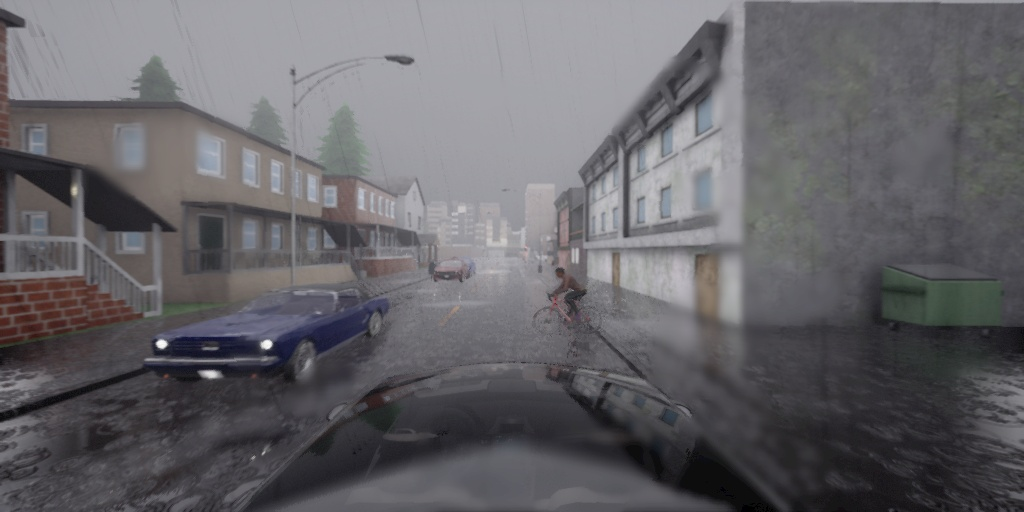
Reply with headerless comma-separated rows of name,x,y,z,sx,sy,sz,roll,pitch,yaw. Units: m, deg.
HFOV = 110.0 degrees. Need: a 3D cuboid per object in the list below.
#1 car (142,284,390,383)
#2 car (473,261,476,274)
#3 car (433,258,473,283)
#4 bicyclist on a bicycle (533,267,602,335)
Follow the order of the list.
car,-4.094,1.270,7.064,1.895,1.301,4.718,0,1,0
car,-4.129,0.874,30.035,1.882,1.535,5.008,0,1,0
car,-4.056,0.950,24.573,1.882,1.535,5.008,0,1,-1
bicyclist on a bicycle,1.321,1.082,8.580,1.656,1.620,0.582,-1,1,0
